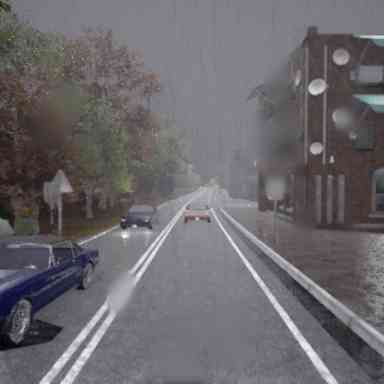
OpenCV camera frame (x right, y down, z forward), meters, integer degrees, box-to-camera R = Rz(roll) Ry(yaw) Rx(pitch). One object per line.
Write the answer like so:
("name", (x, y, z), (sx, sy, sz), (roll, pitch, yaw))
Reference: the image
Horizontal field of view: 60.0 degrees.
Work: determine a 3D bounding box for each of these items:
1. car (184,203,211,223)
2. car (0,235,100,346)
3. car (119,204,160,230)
("car", (0.407, 1.491, 24.812), (1.895, 1.301, 4.718), (0, 1, 1))
("car", (-3.292, 1.556, 6.256), (1.895, 1.301, 4.718), (0, -1, 1))
("car", (-3.095, 1.465, 20.894), (2.033, 1.411, 5.357), (0, 0, 1))
